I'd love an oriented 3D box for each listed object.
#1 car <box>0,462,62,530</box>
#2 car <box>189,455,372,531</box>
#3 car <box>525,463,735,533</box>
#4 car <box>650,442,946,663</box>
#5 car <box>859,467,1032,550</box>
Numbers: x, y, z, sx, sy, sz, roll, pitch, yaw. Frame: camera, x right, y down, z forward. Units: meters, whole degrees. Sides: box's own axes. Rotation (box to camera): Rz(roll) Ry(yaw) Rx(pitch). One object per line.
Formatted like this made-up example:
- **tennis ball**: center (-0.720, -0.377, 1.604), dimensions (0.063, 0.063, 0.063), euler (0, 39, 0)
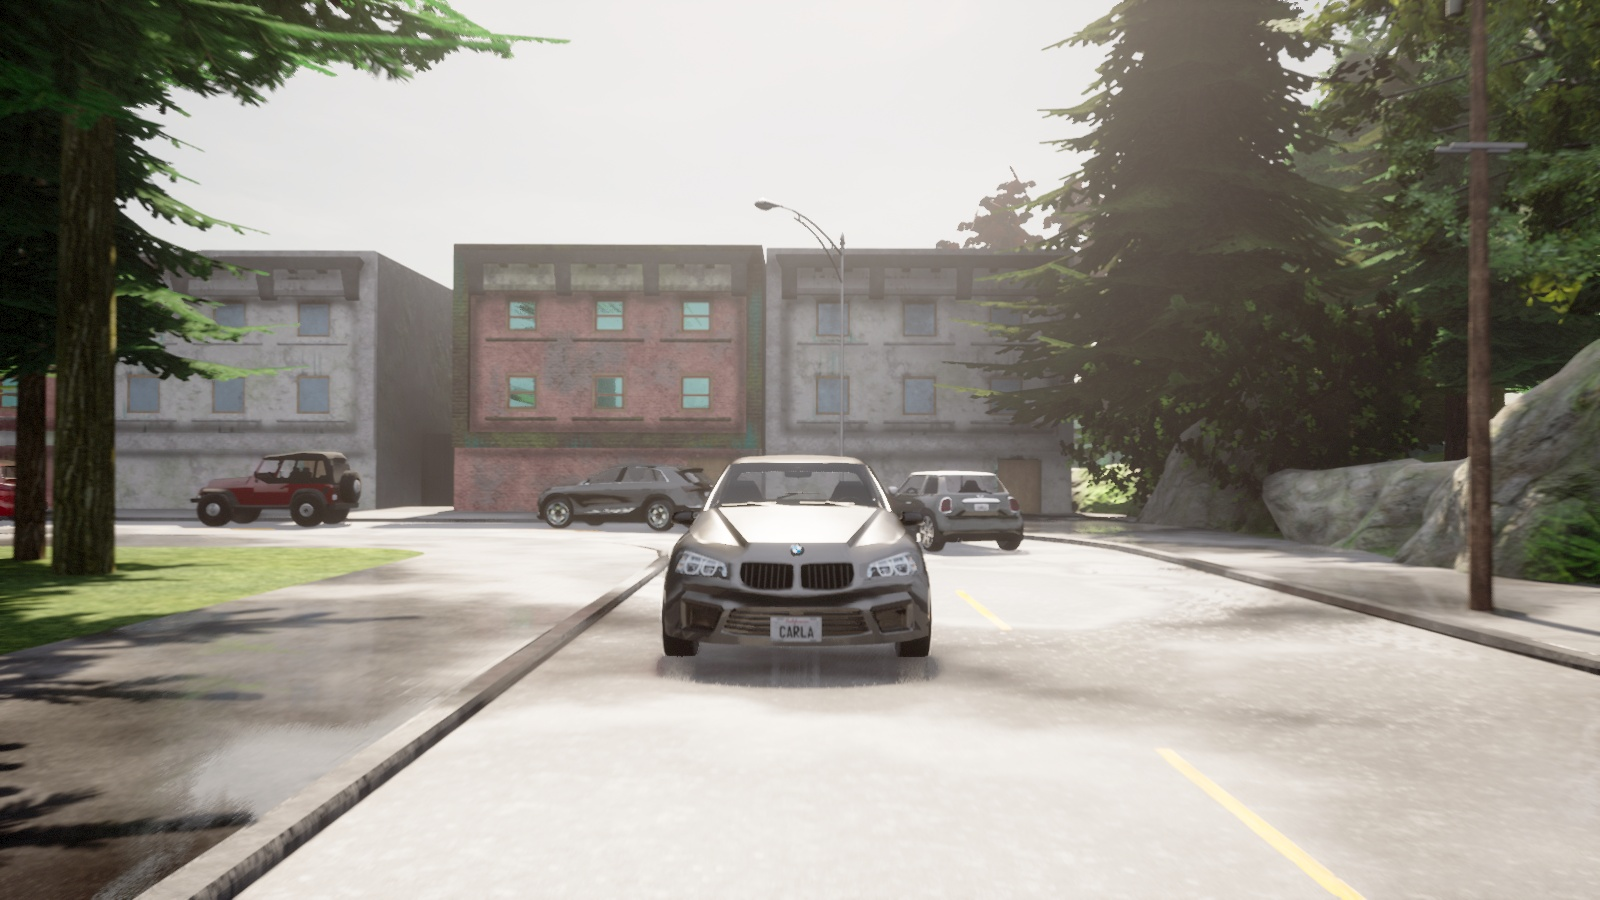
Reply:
- **car**: center (-21.841, 1.157, 32.117), dimensions (4.611, 1.667, 2.242), euler (0, -1, 0)
- **car**: center (-13.206, 1.074, 32.093), dimensions (3.866, 1.878, 1.905), euler (0, -1, 0)
- **car**: center (-4.249, 1.166, 31.426), dimensions (4.856, 1.649, 2.033), euler (-1, -1, 24)
- **car**: center (-0.014, 0.807, 11.834), dimensions (2.242, 1.667, 4.611), euler (0, -1, 0)
- **car**: center (2.756, 1.086, 24.687), dimensions (1.970, 1.475, 3.806), euler (0, -1, -18)
